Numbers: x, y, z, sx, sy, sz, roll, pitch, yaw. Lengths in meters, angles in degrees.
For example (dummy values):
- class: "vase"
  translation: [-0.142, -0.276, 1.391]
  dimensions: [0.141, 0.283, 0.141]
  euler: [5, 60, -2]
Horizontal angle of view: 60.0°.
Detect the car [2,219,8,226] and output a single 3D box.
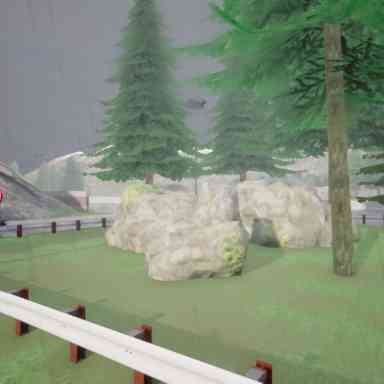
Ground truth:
- class: "car"
  translation: [-11.261, 1.357, 15.179]
  dimensions: [5.357, 1.411, 2.033]
  euler: [0, 0, 7]
